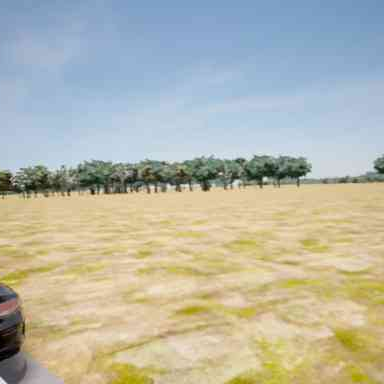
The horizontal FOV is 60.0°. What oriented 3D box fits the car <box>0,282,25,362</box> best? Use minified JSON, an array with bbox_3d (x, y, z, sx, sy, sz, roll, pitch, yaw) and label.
[{"bbox_3d":[-4.128,1.547,4.910,4.674,1.442,1.812,-1,1,41],"label":"car"}]
